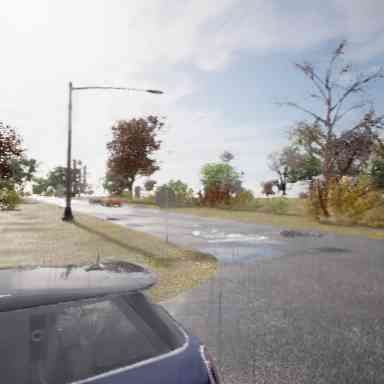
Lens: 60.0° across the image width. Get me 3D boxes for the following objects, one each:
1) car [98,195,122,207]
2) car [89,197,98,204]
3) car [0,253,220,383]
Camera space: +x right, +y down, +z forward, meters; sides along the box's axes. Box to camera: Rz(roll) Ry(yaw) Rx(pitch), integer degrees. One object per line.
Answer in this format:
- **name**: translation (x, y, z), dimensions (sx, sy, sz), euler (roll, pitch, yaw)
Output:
- **car**: translation (-11.975, 1.222, 49.308), dimensions (2.097, 1.767, 4.553), euler (1, 0, -28)
- **car**: translation (-16.577, 1.437, 57.799), dimensions (1.895, 1.301, 4.718), euler (1, 0, -28)
- **car**: translation (-2.035, 1.422, 2.156), dimensions (4.553, 1.767, 2.097), euler (-1, -1, -28)
